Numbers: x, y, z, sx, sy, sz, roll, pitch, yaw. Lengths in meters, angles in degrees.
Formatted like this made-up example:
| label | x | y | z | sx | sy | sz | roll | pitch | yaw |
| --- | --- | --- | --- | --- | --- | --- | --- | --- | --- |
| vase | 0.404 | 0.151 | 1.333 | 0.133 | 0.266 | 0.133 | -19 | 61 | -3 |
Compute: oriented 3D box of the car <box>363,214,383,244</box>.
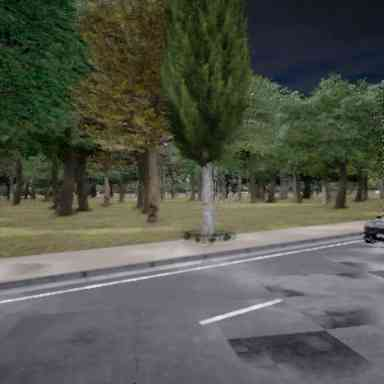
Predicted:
| label | x | y | z | sx | sy | sz | roll | pitch | yaw |
| --- | --- | --- | --- | --- | --- | --- | --- | --- | --- |
| car | 9.361 | 1.432 | 14.381 | 5.008 | 1.535 | 1.882 | 0 | 0 | -36 |
